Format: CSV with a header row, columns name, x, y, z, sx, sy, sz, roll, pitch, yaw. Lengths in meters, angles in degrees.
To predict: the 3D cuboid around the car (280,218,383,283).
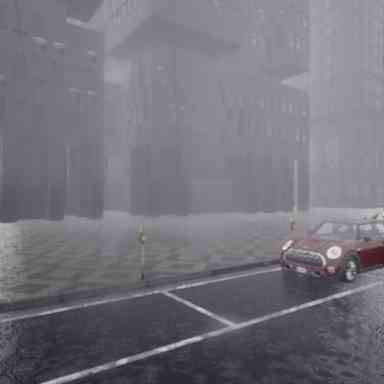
name,x,y,z,sx,sy,sz,roll,pitch,yaw
car,4.489,1.530,9.850,4.097,1.590,1.967,1,0,-35
